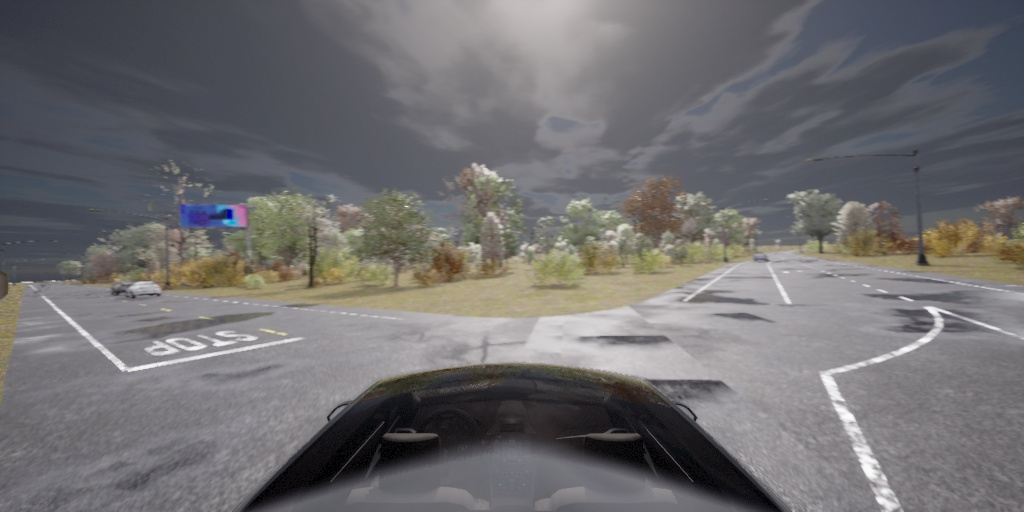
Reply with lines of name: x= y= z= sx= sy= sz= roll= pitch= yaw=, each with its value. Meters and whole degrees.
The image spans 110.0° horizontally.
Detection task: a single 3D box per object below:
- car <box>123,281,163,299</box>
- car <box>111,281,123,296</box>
car: x=-34.226 y=3.120 z=33.326 sx=4.674 sy=1.442 sz=1.812 roll=-3 pitch=-1 yaw=36
car: x=-42.214 y=3.492 z=39.206 sx=4.902 sy=1.511 sz=2.128 roll=-3 pitch=-1 yaw=36
